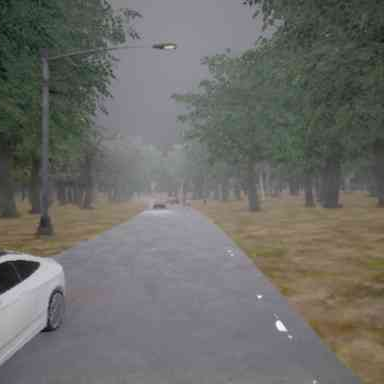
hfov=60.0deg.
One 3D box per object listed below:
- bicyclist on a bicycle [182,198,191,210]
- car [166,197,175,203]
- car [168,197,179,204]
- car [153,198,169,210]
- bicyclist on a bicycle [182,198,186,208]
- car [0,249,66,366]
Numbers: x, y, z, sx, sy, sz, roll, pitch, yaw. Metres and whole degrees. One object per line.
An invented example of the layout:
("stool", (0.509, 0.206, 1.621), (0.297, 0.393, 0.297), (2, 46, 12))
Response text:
("bicyclist on a bicycle", (-0.567, 1.669, 45.598), (0.866, 1.612, 1.509), (0, 0, -4))
("car", (-5.239, 1.914, 81.077), (1.812, 1.442, 4.674), (0, 0, -9))
("car", (-3.835, 1.849, 70.645), (1.837, 1.490, 4.892), (0, 0, -8))
("car", (-4.594, 1.833, 47.306), (1.895, 1.301, 4.718), (0, 0, -4))
("bicyclist on a bicycle", (-1.297, 1.727, 54.674), (0.582, 1.620, 1.656), (0, -1, -5))
("car", (-3.108, 1.550, 4.168), (1.812, 1.442, 4.674), (0, 0, 0))
